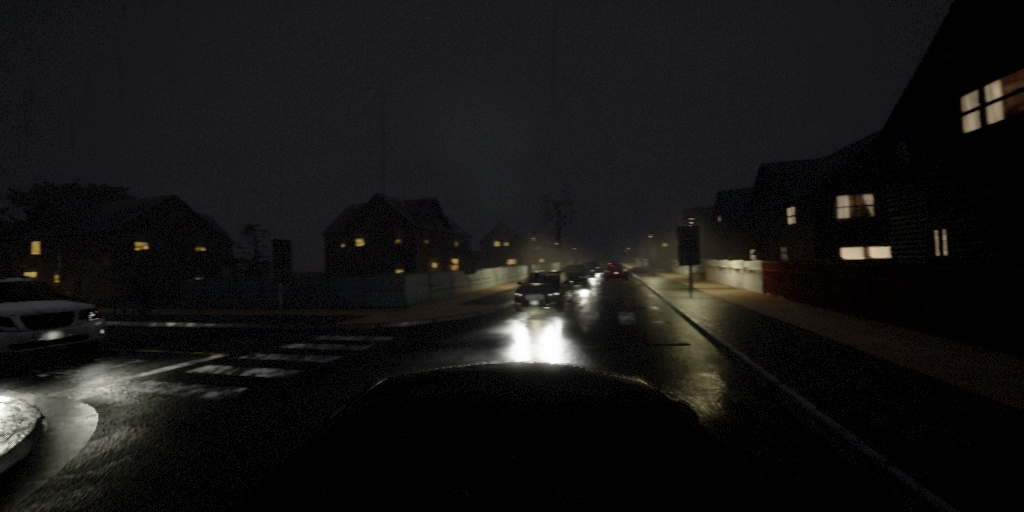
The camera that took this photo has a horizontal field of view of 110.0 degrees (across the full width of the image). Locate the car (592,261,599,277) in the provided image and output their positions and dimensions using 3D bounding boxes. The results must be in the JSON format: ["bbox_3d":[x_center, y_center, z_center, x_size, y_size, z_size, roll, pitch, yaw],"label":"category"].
[{"bbox_3d":[7.874,1.481,37.929,1.812,1.442,4.674,-2,-1,16],"label":"car"}]

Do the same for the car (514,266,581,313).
[{"bbox_3d":[1.427,1.367,14.819,2.128,1.511,4.902,-2,-1,16],"label":"car"}]

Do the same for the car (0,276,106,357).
[{"bbox_3d":[-12.862,1.521,8.678,5.566,2.045,2.150,-2,-1,15],"label":"car"}]

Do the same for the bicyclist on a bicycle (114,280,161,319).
[{"bbox_3d":[-16.345,1.886,15.689,0.582,1.620,1.656,-2,-1,15],"label":"bicyclist on a bicycle"}]

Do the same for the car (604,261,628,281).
[{"bbox_3d":[9.182,1.385,31.668,1.994,1.385,4.181,-2,-1,16],"label":"car"}]

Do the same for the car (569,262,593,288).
[{"bbox_3d":[4.502,1.391,25.848,1.882,1.535,5.008,-2,-1,16],"label":"car"}]
